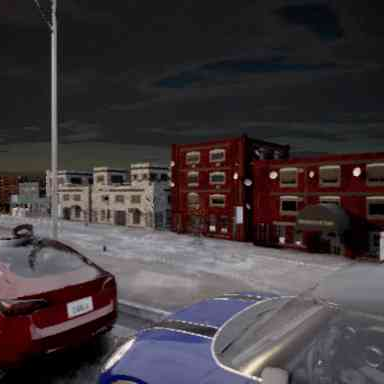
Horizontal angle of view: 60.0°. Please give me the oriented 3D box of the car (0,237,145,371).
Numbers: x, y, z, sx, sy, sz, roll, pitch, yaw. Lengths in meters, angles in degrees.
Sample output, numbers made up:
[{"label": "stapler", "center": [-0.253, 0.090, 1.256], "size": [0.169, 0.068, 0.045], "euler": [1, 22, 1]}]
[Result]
[{"label": "car", "center": [-3.347, 1.508, 5.556], "size": [4.792, 1.488, 2.163], "euler": [0, 0, 35]}]
